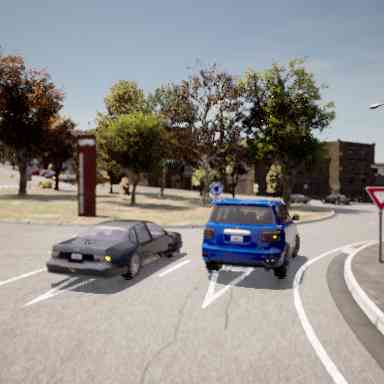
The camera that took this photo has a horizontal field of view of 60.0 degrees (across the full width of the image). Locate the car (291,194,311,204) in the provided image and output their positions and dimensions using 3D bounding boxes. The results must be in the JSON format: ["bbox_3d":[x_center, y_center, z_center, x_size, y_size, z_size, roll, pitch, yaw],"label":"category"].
[{"bbox_3d":[16.033,1.046,51.701,2.033,1.411,5.357,-1,1,-23],"label":"car"}]

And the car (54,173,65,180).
[{"bbox_3d":[-33.080,-3.447,87.621,2.002,1.452,4.674,7,6,28],"label":"car"}]

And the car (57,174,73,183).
[{"bbox_3d":[-31.083,-3.144,85.345,2.231,1.521,4.892,7,5,28],"label":"car"}]

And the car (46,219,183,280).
[{"bbox_3d":[-1.911,1.532,10.066,2.033,1.411,5.357,1,0,17],"label":"car"}]

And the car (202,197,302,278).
[{"bbox_3d":[2.075,1.259,10.510,2.150,2.045,5.566,1,-1,22],"label":"car"}]

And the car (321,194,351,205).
[{"bbox_3d":[20.630,1.077,48.011,2.128,1.511,4.902,0,1,-15],"label":"car"}]
